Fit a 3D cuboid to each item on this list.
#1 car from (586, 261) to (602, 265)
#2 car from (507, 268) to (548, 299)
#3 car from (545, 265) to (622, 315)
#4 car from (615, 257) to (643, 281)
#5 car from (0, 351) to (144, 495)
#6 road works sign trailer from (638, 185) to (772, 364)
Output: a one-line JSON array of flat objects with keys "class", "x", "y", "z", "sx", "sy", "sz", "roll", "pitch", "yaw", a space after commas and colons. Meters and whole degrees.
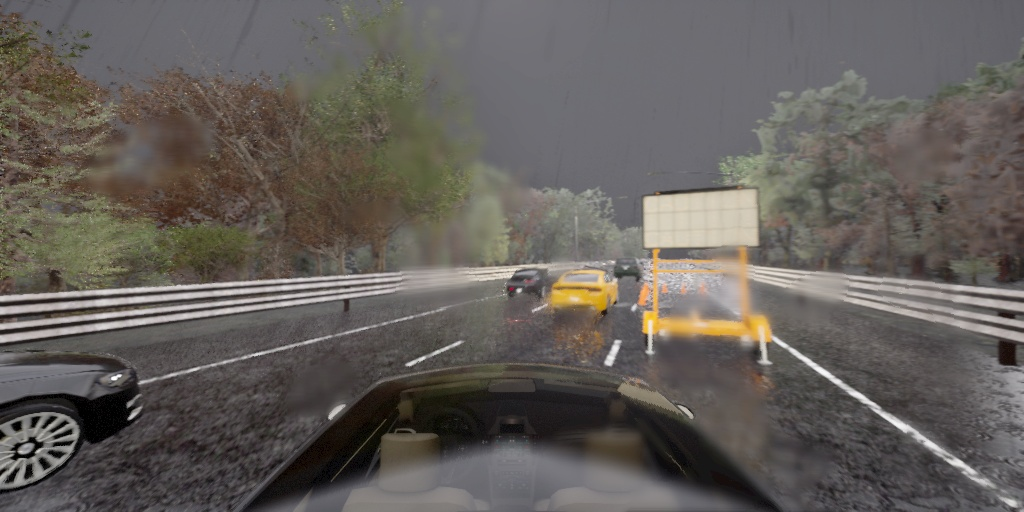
[{"class": "car", "x": 8.362, "y": 1.331, "z": 36.075, "sx": 2.128, "sy": 1.511, "sz": 4.902, "roll": 10, "pitch": 6, "yaw": 22}, {"class": "car", "x": 1.274, "y": 1.392, "z": 19.093, "sx": 1.837, "sy": 1.490, "sz": 4.892, "roll": 0, "pitch": -1, "yaw": 22}, {"class": "car", "x": 3.038, "y": 1.306, "z": 14.206, "sx": 1.882, "sy": 1.535, "sz": 5.008, "roll": -1, "pitch": -1, "yaw": 22}, {"class": "car", "x": 10.452, "y": 1.132, "z": 32.196, "sx": 2.150, "sy": 2.045, "sz": 5.566, "roll": -1, "pitch": 0, "yaw": 23}, {"class": "car", "x": -5.594, "y": 1.284, "z": 2.080, "sx": 2.128, "sy": 1.511, "sz": 4.902, "roll": -1, "pitch": 0, "yaw": 22}, {"class": "road works sign trailer", "x": 4.347, "y": 0.237, "z": 8.374, "sx": 2.380, "sy": 3.560, "sz": 2.880, "roll": 0, "pitch": 0, "yaw": 23}]
